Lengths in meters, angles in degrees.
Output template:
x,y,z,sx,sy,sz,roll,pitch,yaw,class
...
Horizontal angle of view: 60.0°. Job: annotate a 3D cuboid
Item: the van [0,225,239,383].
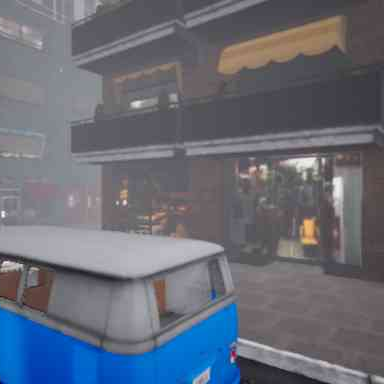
x,y,z,sx,sy,sz,roll,pitch,yaw,class
-1.435,1.356,3.876,3.998,1.788,1.690,0,1,35,van
